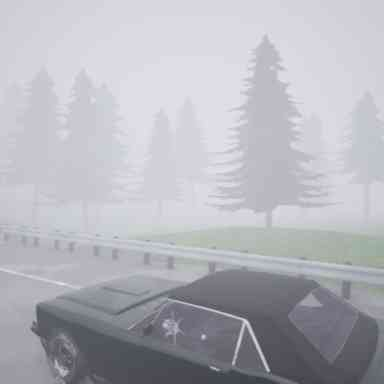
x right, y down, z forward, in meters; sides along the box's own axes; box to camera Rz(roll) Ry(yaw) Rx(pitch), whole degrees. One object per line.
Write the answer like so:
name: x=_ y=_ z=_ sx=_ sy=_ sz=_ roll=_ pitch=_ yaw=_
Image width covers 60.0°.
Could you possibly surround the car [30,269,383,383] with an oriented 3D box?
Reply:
car: x=0.269 y=1.594 z=3.702 sx=4.718 sy=1.301 sz=1.895 roll=0 pitch=0 yaw=35
